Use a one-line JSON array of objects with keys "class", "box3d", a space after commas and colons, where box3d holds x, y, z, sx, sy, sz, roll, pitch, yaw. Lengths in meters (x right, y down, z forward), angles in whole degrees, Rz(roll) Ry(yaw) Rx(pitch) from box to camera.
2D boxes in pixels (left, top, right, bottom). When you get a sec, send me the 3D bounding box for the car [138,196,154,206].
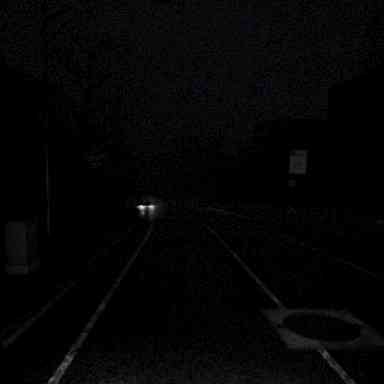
[{"class": "car", "box3d": [-7.245, 1.355, 52.052, 1.812, 1.442, 4.674, 0, 0, -18]}]
